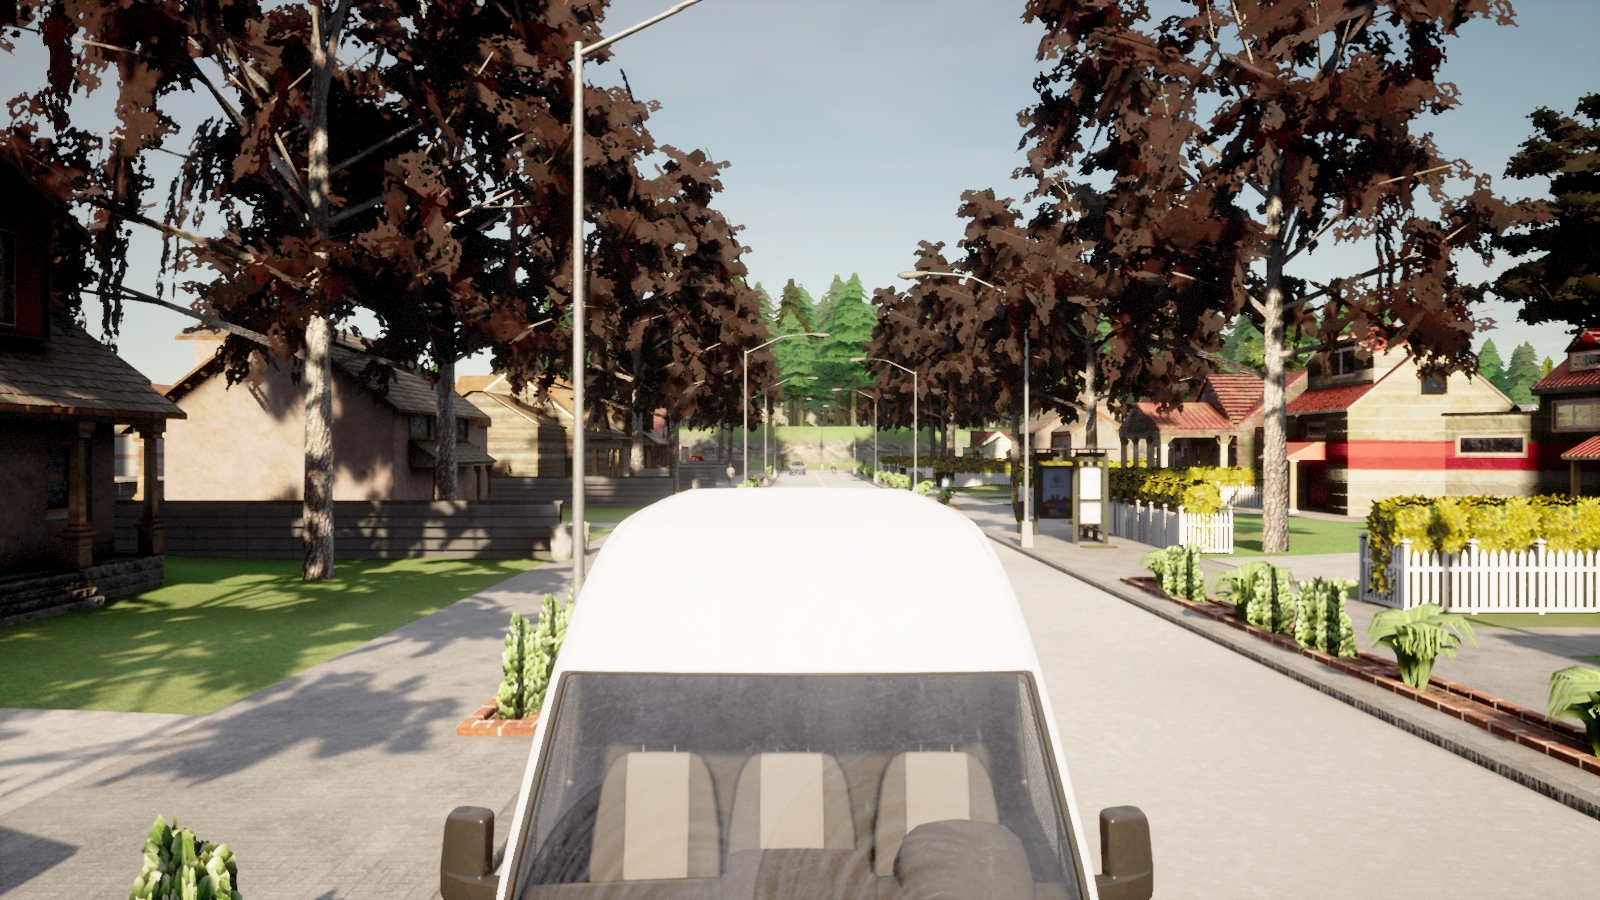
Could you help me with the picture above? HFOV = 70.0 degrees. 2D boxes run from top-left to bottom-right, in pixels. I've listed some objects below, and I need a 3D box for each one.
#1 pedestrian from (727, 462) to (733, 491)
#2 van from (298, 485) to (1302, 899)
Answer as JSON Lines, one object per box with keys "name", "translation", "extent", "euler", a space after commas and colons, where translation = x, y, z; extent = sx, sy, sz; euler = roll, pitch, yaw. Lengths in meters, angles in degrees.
{"name": "pedestrian", "translation": [-4.557, 1.714, 74.247], "extent": [0.375, 1.860, 0.375], "euler": [0, 0, 2]}
{"name": "van", "translation": [-0.005, 1.532, 5.221], "extent": [1.988, 2.561, 5.915], "euler": [0, 0, 0]}
